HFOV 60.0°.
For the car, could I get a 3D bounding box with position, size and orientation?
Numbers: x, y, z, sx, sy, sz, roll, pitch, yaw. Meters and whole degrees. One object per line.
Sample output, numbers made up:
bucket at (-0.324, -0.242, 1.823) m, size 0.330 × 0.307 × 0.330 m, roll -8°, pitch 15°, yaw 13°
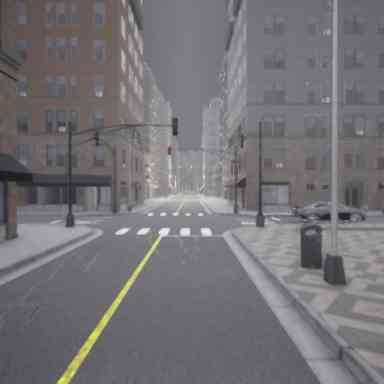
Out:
car at (9.407, 1.374, 22.900) m, size 4.902 × 1.511 × 2.128 m, roll 0°, pitch 0°, yaw 0°
